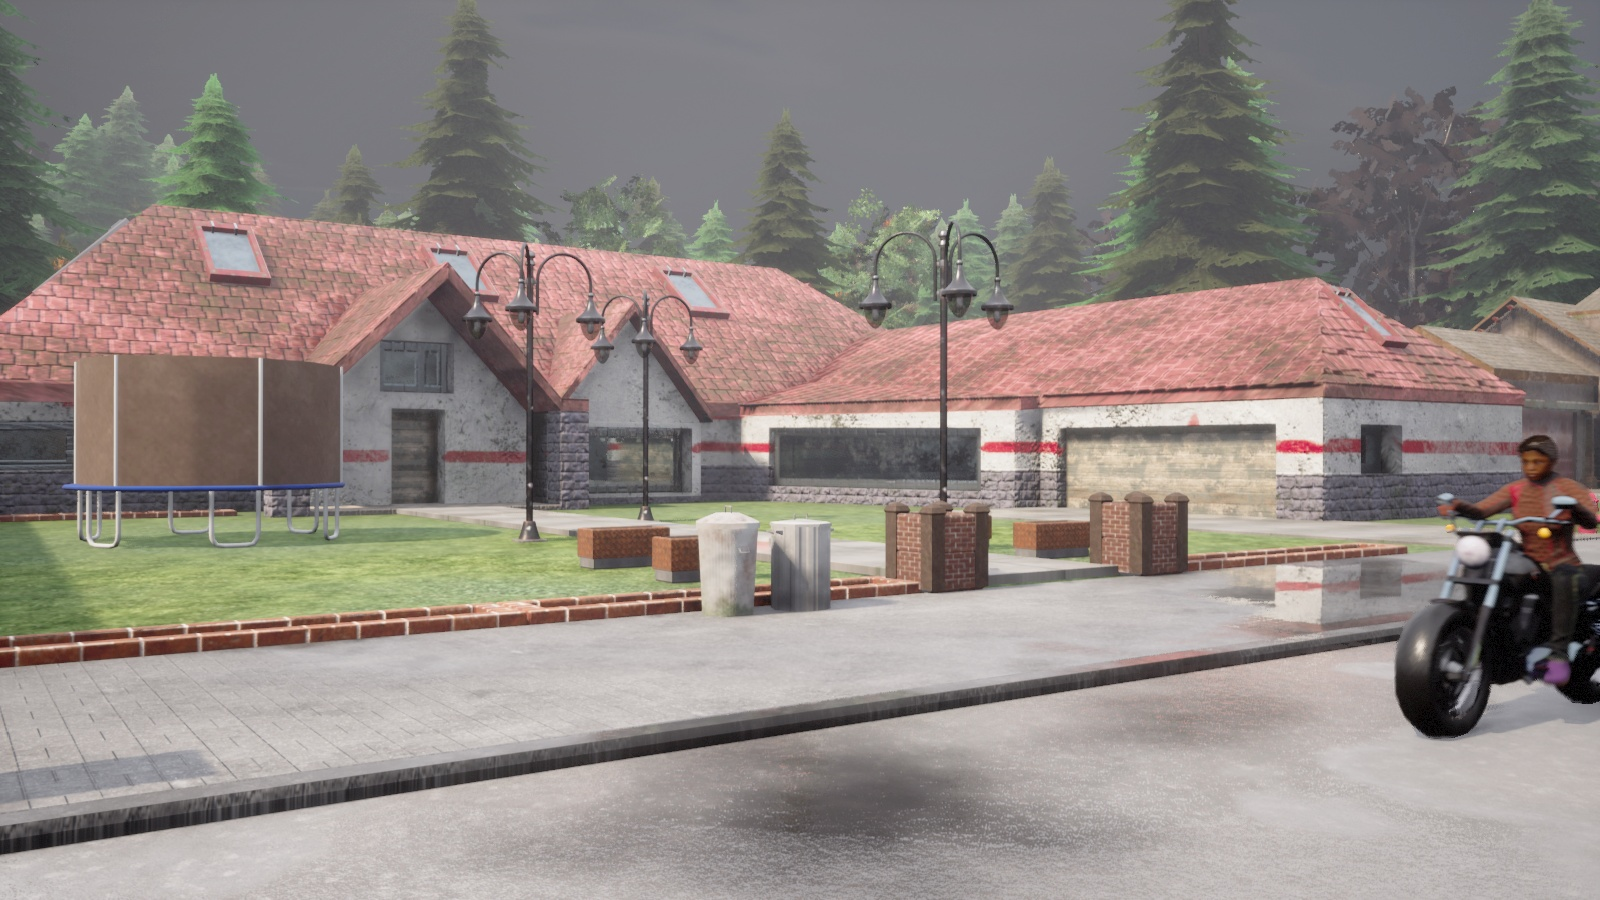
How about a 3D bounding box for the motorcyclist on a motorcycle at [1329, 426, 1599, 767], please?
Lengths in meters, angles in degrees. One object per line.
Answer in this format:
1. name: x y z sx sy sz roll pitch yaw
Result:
1. motorcyclist on a motorcycle: 4.014 0.705 7.065 2.350 1.649 0.766 0 0 -35
